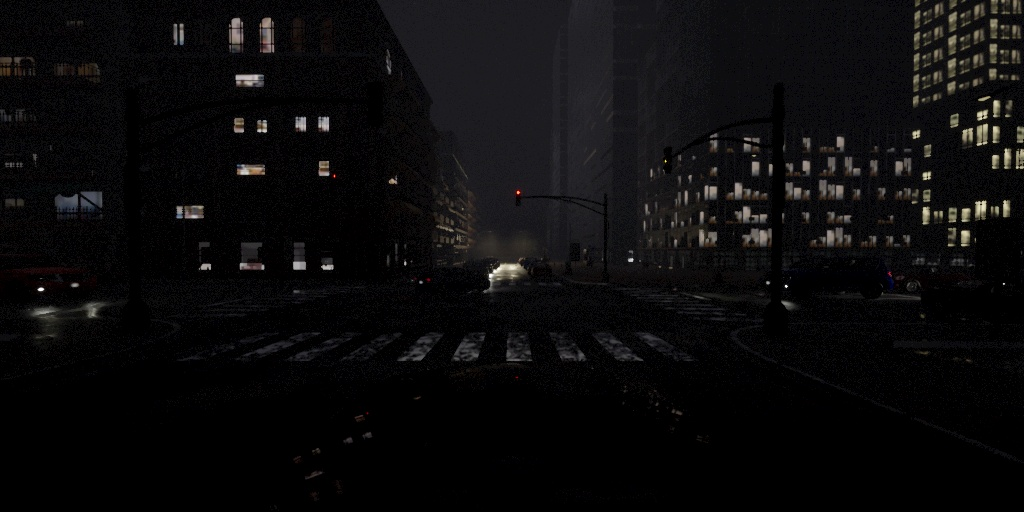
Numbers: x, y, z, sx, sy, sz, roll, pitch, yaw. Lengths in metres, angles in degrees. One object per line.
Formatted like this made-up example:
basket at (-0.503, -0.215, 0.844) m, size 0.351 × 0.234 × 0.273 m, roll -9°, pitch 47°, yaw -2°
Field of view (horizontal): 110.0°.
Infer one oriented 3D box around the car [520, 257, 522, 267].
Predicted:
car at (2.610, 1.238, 55.079) m, size 1.888 × 1.381 × 4.507 m, roll 0°, pitch 0°, yaw 0°

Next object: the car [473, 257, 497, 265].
car at (-3.132, 1.218, 41.572) m, size 1.837 × 1.490 × 4.892 m, roll 0°, pitch 0°, yaw 0°

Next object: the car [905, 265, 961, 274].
car at (23.357, 1.229, 20.754) m, size 4.097 × 1.591 × 1.967 m, roll 0°, pitch 0°, yaw 1°

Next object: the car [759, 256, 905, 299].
car at (15.725, 1.019, 18.117) m, size 5.566 × 2.045 × 2.150 m, roll 0°, pitch 1°, yaw 1°

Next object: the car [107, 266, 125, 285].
car at (-25.874, 1.109, 21.361) m, size 4.507 × 1.381 × 1.888 m, roll 0°, pitch 0°, yaw 1°

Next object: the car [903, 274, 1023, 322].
car at (16.705, 1.445, 12.201) m, size 4.403 × 1.370 × 2.007 m, roll 0°, pitch 0°, yaw 1°

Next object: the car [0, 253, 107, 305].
car at (-21.469, 0.901, 15.398) m, size 5.566 × 2.045 × 2.150 m, roll 0°, pitch 1°, yaw 1°

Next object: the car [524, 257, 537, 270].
car at (2.625, 1.157, 38.141) m, size 1.967 × 1.591 × 4.097 m, roll 0°, pitch 0°, yaw 0°

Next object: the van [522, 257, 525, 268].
van at (2.615, 1.042, 49.433) m, size 1.690 × 1.789 × 3.998 m, roll 0°, pitch 0°, yaw 0°

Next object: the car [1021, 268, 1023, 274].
car at (25.746, 1.335, 17.990) m, size 4.902 × 1.511 × 2.128 m, roll 0°, pitch 1°, yaw 1°

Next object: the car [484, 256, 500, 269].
car at (-3.127, 1.052, 50.808) m, size 2.097 × 1.767 × 4.553 m, roll 0°, pitch 0°, yaw 0°

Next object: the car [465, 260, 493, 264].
car at (-3.117, 1.289, 32.833) m, size 1.994 × 1.385 × 4.181 m, roll 0°, pitch 0°, yaw 0°

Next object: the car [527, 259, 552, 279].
car at (2.630, 1.270, 32.495) m, size 1.888 × 1.381 × 4.507 m, roll 0°, pitch 0°, yaw 0°

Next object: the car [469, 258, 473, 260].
car at (-5.733, 1.268, 49.393) m, size 1.948 × 1.339 × 4.313 m, roll 0°, pitch 0°, yaw 0°

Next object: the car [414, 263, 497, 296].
car at (-3.207, 1.303, 19.596) m, size 4.181 × 1.385 × 1.994 m, roll 0°, pitch 0°, yaw -44°
